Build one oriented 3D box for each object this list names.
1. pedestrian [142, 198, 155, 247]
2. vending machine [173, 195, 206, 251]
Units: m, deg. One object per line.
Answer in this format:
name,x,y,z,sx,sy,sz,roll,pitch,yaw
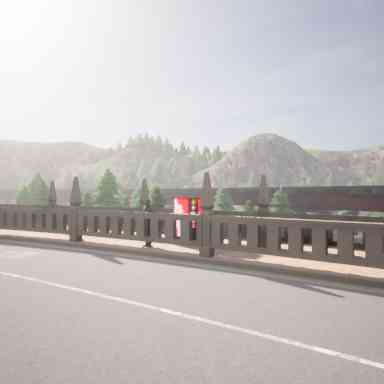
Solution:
pedestrian,-1.675,1.141,12.530,0.375,1.860,0.375,0,0,31
vending machine,-0.087,1.195,13.289,0.880,2.100,1.100,0,0,31
